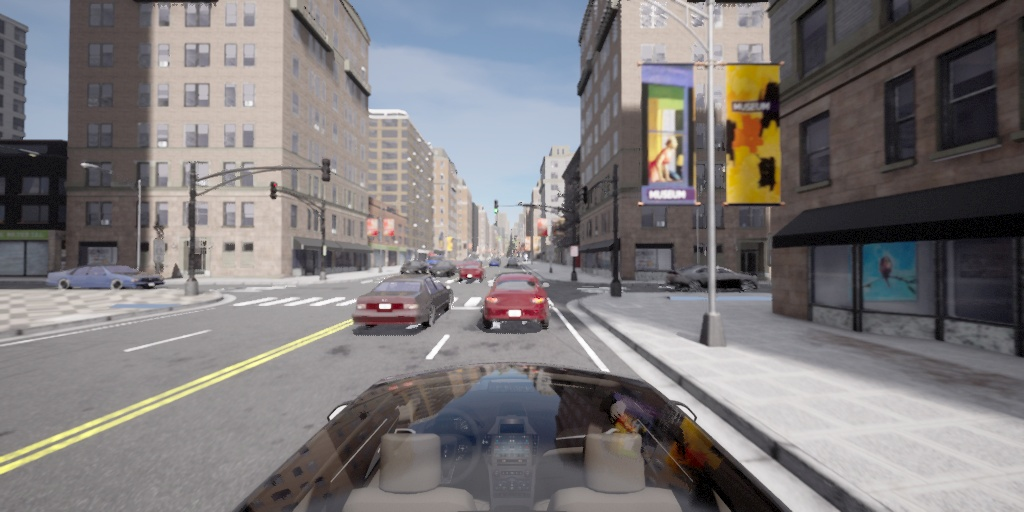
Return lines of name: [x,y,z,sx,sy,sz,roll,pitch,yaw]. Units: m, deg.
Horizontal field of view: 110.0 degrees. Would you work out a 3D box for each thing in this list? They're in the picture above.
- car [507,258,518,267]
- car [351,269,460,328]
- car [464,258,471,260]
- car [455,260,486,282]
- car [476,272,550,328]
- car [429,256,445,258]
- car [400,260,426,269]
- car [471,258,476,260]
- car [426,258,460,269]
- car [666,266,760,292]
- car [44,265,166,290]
car: [0.032,1.295,65.410,1.994,1.385,4.181,0,0,0]
car: [-3.148,1.299,11.408,2.033,1.411,5.357,0,0,0]
car: [-6.569,1.269,43.784,1.812,1.442,4.674,0,0,0]
car: [-3.144,1.283,28.975,1.812,1.442,4.674,0,0,0]
car: [0.194,1.278,11.280,1.812,1.442,4.674,0,0,3]
car: [-9.819,0.964,46.540,2.150,2.045,5.566,0,0,-1]
car: [-9.823,1.224,36.366,1.882,1.535,5.008,0,0,1]
car: [-6.530,1.091,53.662,2.097,1.767,4.553,0,0,0]
car: [-6.573,1.225,34.577,1.882,1.535,5.008,0,0,0]
car: [11.284,1.288,20.287,4.902,1.511,2.128,0,-1,0]
car: [-22.839,1.202,20.198,5.357,1.411,2.033,0,-1,2]
